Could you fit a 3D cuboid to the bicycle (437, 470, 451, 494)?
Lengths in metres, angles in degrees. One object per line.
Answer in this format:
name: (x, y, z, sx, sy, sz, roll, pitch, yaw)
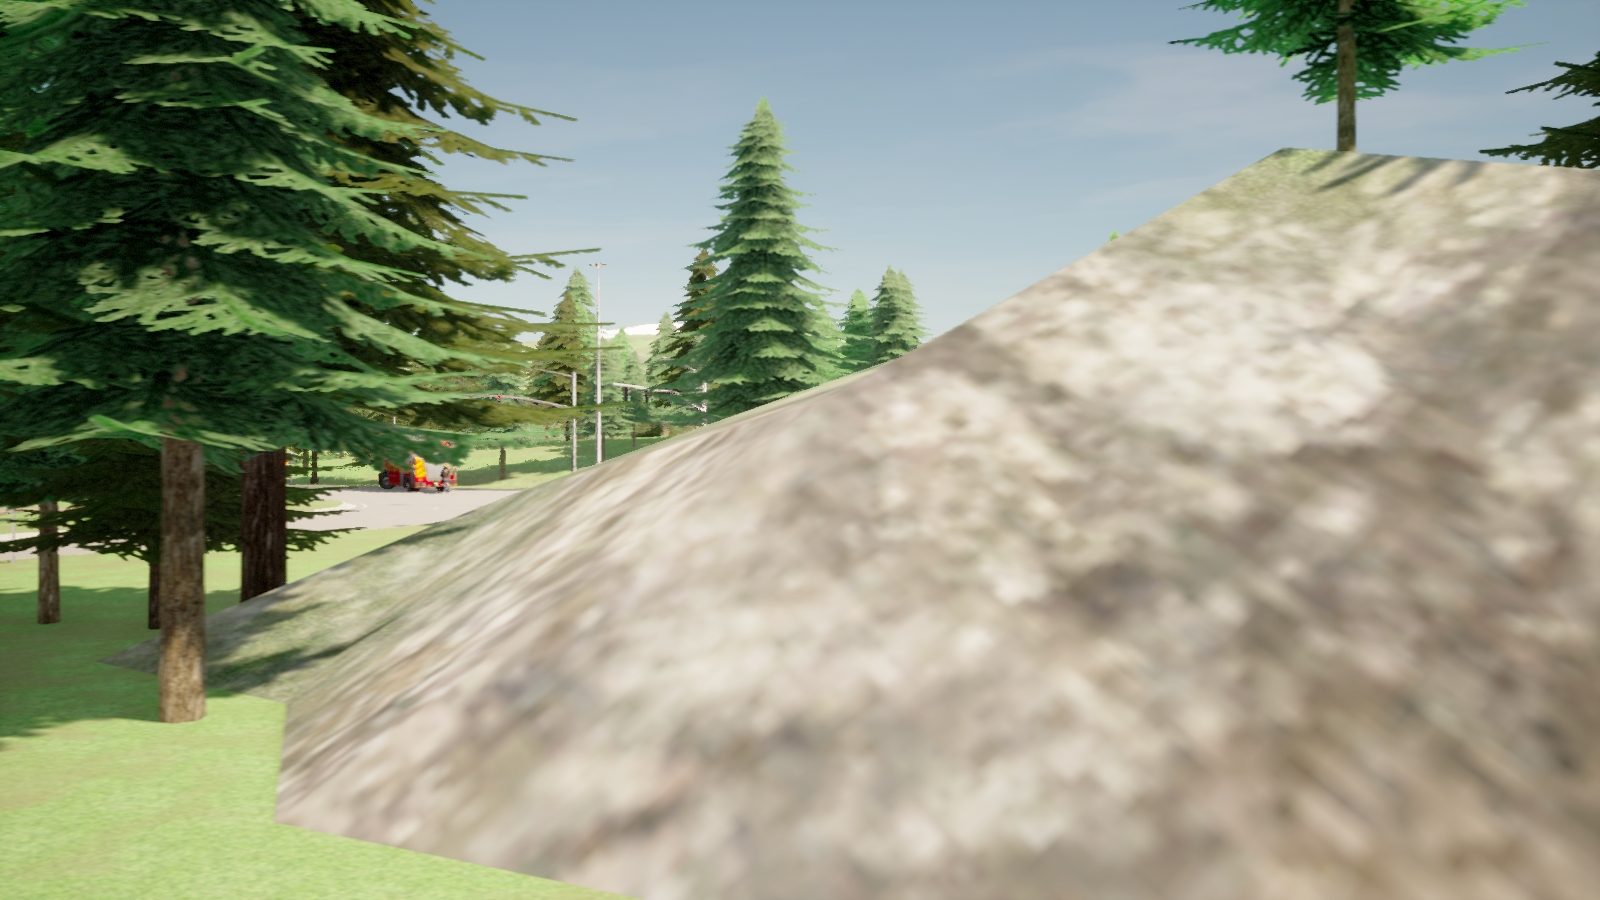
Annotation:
bicycle: (-22.884, 2.063, 73.475, 0.329, 1.471, 1.835, 0, 0, -34)
